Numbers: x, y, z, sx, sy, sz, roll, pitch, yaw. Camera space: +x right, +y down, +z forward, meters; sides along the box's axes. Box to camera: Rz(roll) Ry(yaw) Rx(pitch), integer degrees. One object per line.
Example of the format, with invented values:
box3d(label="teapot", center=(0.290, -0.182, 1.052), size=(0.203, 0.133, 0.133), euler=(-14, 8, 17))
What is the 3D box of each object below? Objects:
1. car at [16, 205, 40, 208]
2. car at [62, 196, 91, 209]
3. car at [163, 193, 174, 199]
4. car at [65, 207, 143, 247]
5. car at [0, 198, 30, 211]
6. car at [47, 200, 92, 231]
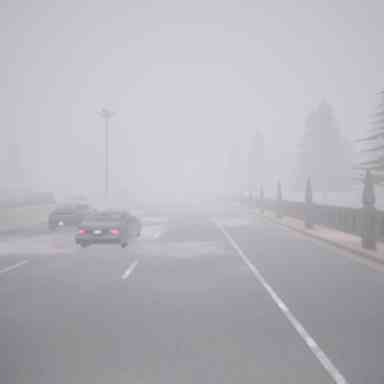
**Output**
box3d(label="car", center=(-17.592, 1.010, 38.151), size=(2.150, 2.045, 5.566), euler=(0, 0, 0))
box3d(label="car", center=(-14.101, 1.280, 40.984), size=(1.837, 1.490, 4.892), euler=(0, 0, 0))
box3d(label="car", center=(-6.068, 1.005, 85.193), size=(1.882, 1.535, 5.008), euler=(0, 0, -21))
box3d(label="car", center=(-3.398, 1.467, 14.450), size=(2.033, 1.411, 5.357), euler=(0, 0, 0))
box3d(label="car", center=(-21.084, 1.385, 39.056), size=(1.895, 1.301, 4.718), euler=(0, 0, 0))
box3d(label="car", center=(-6.897, 1.394, 19.943), size=(1.837, 1.490, 4.892), euler=(0, 0, 0))
